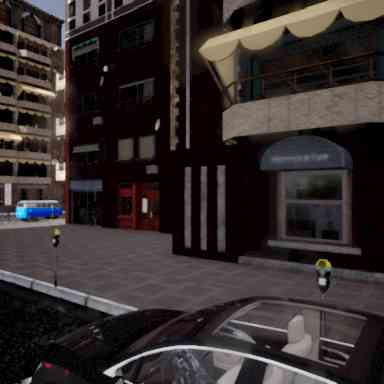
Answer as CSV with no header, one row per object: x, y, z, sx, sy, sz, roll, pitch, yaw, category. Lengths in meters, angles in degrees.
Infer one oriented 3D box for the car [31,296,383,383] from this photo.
0.504,1.550,2.515,4.403,1.369,2.008,0,0,36,car

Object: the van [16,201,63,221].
-13.751,1.684,30.187,1.690,1.788,3.998,-1,-2,35,van
